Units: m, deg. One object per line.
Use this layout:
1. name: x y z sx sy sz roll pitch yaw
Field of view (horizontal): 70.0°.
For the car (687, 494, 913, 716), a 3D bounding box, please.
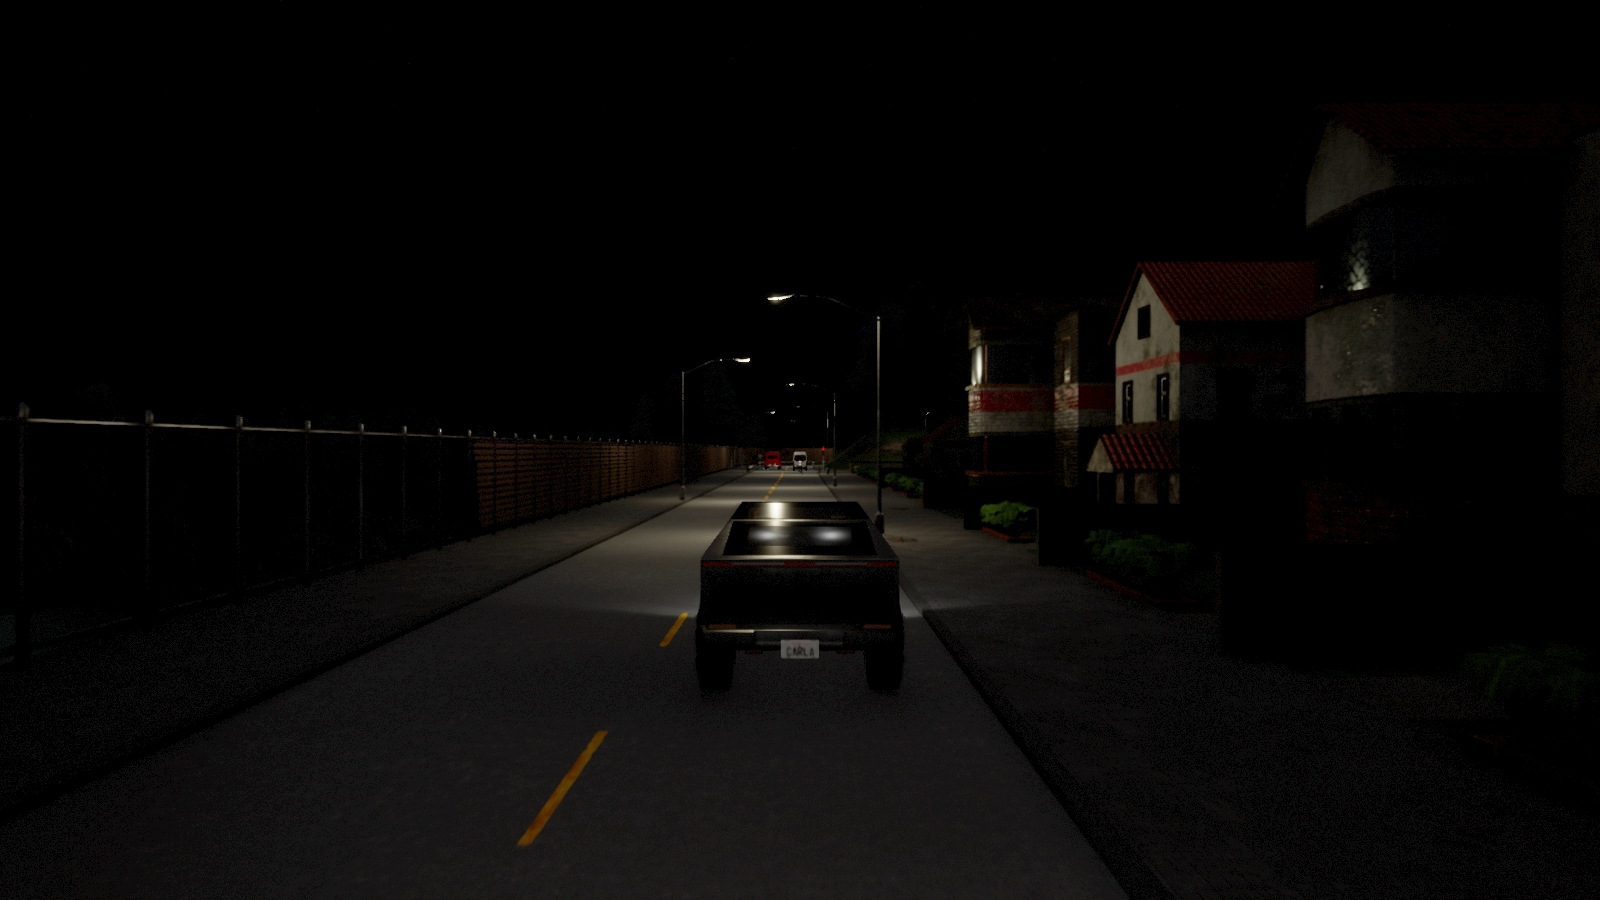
1. car: -0.002 1.753 15.192 2.390 2.098 6.274 0 0 0
